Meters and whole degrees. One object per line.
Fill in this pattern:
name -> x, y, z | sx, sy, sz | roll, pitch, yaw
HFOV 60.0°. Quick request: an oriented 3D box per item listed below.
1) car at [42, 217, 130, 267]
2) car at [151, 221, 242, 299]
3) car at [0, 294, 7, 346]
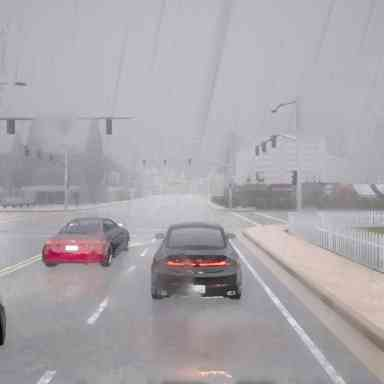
car -> -3.418, 1.564, 11.451 | 1.994, 1.385, 4.181 | 0, 0, 0
car -> 0.087, 1.505, 8.413 | 1.837, 1.490, 4.892 | 0, 0, 0
car -> -3.408, 1.492, 2.543 | 2.128, 1.511, 4.902 | 0, 0, 0
